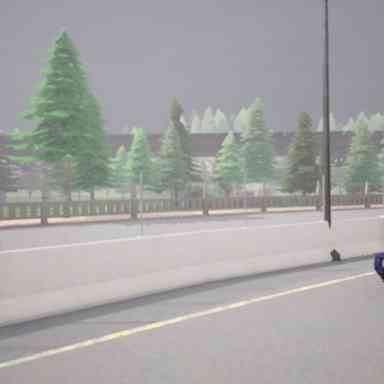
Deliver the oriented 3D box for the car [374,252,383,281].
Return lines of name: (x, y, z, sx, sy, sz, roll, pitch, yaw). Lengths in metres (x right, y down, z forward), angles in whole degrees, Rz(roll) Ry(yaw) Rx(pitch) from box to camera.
car: (6.276, 1.474, 7.328, 4.718, 1.301, 1.895, -1, 1, -29)
